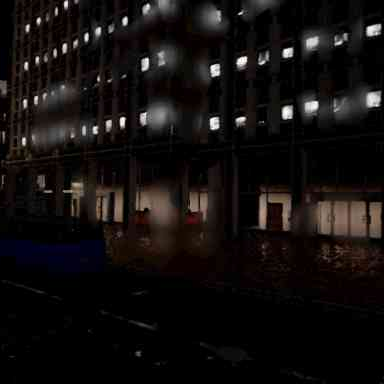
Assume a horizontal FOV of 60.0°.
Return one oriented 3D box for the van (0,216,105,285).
[{"bbox_3d":[-4.448,1.663,10.327,3.998,1.788,1.690,-1,-2,37],"label":"van"}]
